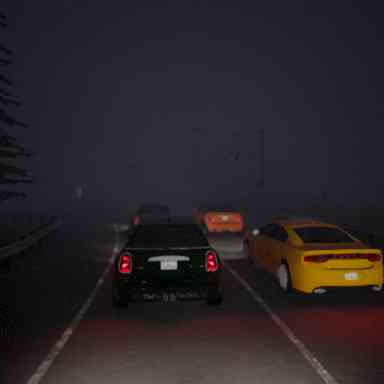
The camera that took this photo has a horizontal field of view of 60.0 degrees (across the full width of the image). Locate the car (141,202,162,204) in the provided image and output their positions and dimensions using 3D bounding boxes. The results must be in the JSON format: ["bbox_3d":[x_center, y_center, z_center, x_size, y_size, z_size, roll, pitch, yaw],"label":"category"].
[{"bbox_3d":[-2.110,1.330,16.928,2.097,1.767,4.553,0,0,-12],"label":"car"}]

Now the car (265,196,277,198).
[{"bbox_3d":[17.208,1.423,65.361,4.892,1.490,1.837,0,0,-18],"label":"car"}]

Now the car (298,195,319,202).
[{"bbox_3d":[26.651,1.459,76.018,4.181,1.385,1.994,0,0,-21],"label":"car"}]

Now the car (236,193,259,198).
[{"bbox_3d":[11.908,1.137,70.918,5.566,2.045,2.150,0,0,-19],"label":"car"}]

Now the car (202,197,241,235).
[{"bbox_3d":[1.204,1.329,18.367,2.097,1.767,4.553,0,0,-12],"label":"car"}]

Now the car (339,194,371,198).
[{"bbox_3d":[33.071,1.443,67.365,4.902,1.511,2.128,0,0,-21],"label":"car"}]

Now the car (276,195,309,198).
[{"bbox_3d":[18.848,1.523,62.247,4.718,1.301,1.895,0,0,-18],"label":"car"}]

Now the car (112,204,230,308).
[{"bbox_3d":[-0.630,1.342,8.121,2.097,1.767,4.553,0,0,-6],"label":"car"}]

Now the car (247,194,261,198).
[{"bbox_3d":[14.393,1.510,68.069,4.718,1.301,1.895,0,0,-19],"label":"car"}]

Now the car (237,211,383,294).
[{"bbox_3d":[2.801,1.467,8.849,1.882,1.535,5.008,0,0,-6],"label":"car"}]

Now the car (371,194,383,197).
[{"bbox_3d":[44.239,1.260,77.837,4.553,1.767,2.097,0,0,-37],"label":"car"}]

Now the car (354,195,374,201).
[{"bbox_3d":[41.602,1.427,80.274,4.902,1.511,2.128,0,0,-33],"label":"car"}]

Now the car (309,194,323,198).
[{"bbox_3d":[28.326,1.265,72.928,4.553,1.767,2.097,0,0,-21],"label":"car"}]

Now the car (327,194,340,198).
[{"bbox_3d":[31.212,1.269,70.371,4.553,1.767,2.097,0,0,-21],"label":"car"}]

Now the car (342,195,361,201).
[{"bbox_3d":[40.117,1.423,83.501,5.357,1.411,2.033,0,0,-37],"label":"car"}]
